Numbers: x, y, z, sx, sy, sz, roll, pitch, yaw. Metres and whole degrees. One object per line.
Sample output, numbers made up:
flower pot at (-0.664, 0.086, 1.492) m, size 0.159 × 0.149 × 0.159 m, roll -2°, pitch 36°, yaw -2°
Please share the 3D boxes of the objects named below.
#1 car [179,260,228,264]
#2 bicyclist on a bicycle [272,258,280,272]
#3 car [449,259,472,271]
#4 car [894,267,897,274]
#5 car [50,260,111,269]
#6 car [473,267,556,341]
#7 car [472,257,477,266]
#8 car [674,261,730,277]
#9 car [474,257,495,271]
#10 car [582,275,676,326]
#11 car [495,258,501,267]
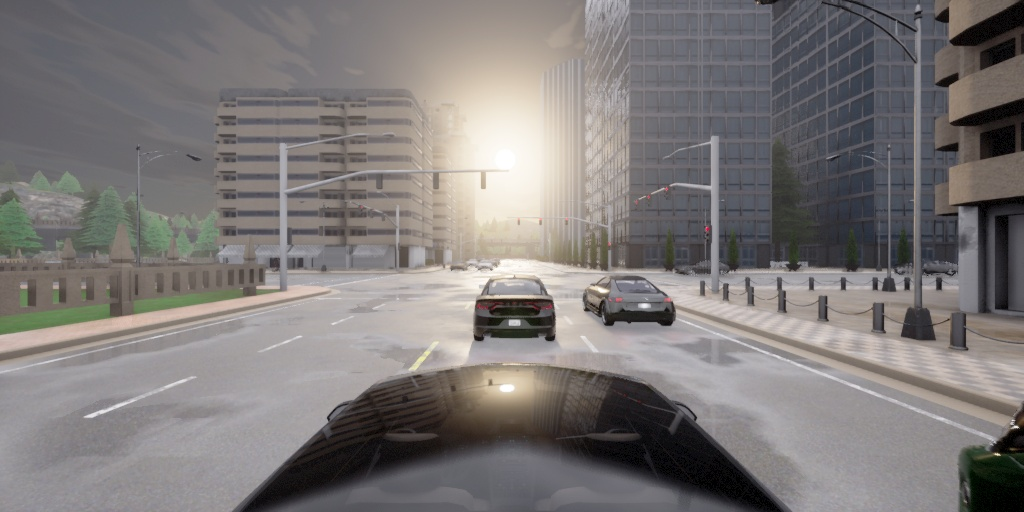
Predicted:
car at (-22.879, 1.220, 27.922) m, size 4.674 × 1.442 × 1.812 m, roll 0°, pitch 0°, yaw 4°
bicyclist on a bicycle at (-26.084, 0.995, 39.847) m, size 0.582 × 1.620 × 1.656 m, roll 0°, pitch 0°, yaw 7°
car at (-7.099, 1.297, 48.204) m, size 2.033 × 1.411 × 5.357 m, roll 0°, pitch 0°, yaw 0°
car at (39.839, 1.186, 34.525) m, size 4.902 × 1.511 × 2.128 m, roll 0°, pitch 0°, yaw 0°
car at (-36.146, 1.220, 30.214) m, size 4.674 × 1.442 × 1.812 m, roll 0°, pitch 0°, yaw 21°
car at (0.068, 1.228, 9.885) m, size 1.882 × 1.535 × 5.008 m, roll 0°, pitch 0°, yaw 0°
car at (-7.063, 1.275, 64.302) m, size 1.812 × 1.442 × 4.674 m, roll 0°, pitch 0°, yaw 0°
car at (18.314, 1.199, 34.653) m, size 4.892 × 1.490 × 1.837 m, roll 0°, pitch 0°, yaw 0°
car at (-3.597, 1.276, 48.339) m, size 1.812 × 1.442 × 4.674 m, roll 0°, pitch 0°, yaw 0°
car at (3.577, 1.314, 11.663) m, size 1.994 × 1.385 × 4.181 m, roll 0°, pitch 0°, yaw 0°
car at (-3.562, 1.241, 64.689) m, size 2.128 × 1.511 × 4.902 m, roll 0°, pitch 0°, yaw 0°
